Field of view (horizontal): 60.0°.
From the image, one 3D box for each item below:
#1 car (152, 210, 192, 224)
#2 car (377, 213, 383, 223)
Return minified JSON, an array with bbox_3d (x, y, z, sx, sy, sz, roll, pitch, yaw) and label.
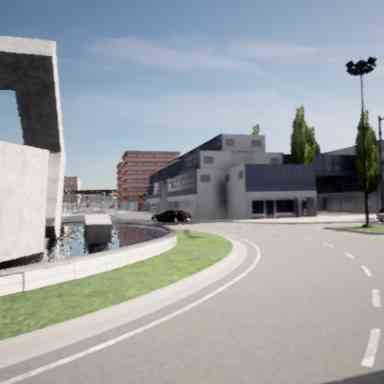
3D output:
[{"bbox_3d":[-2.299,2.707,36.424,4.892,1.490,1.837,-3,-2,36],"label":"car"},{"bbox_3d":[18.376,2.024,28.377,4.718,1.301,1.895,-1,-2,-8],"label":"car"}]
